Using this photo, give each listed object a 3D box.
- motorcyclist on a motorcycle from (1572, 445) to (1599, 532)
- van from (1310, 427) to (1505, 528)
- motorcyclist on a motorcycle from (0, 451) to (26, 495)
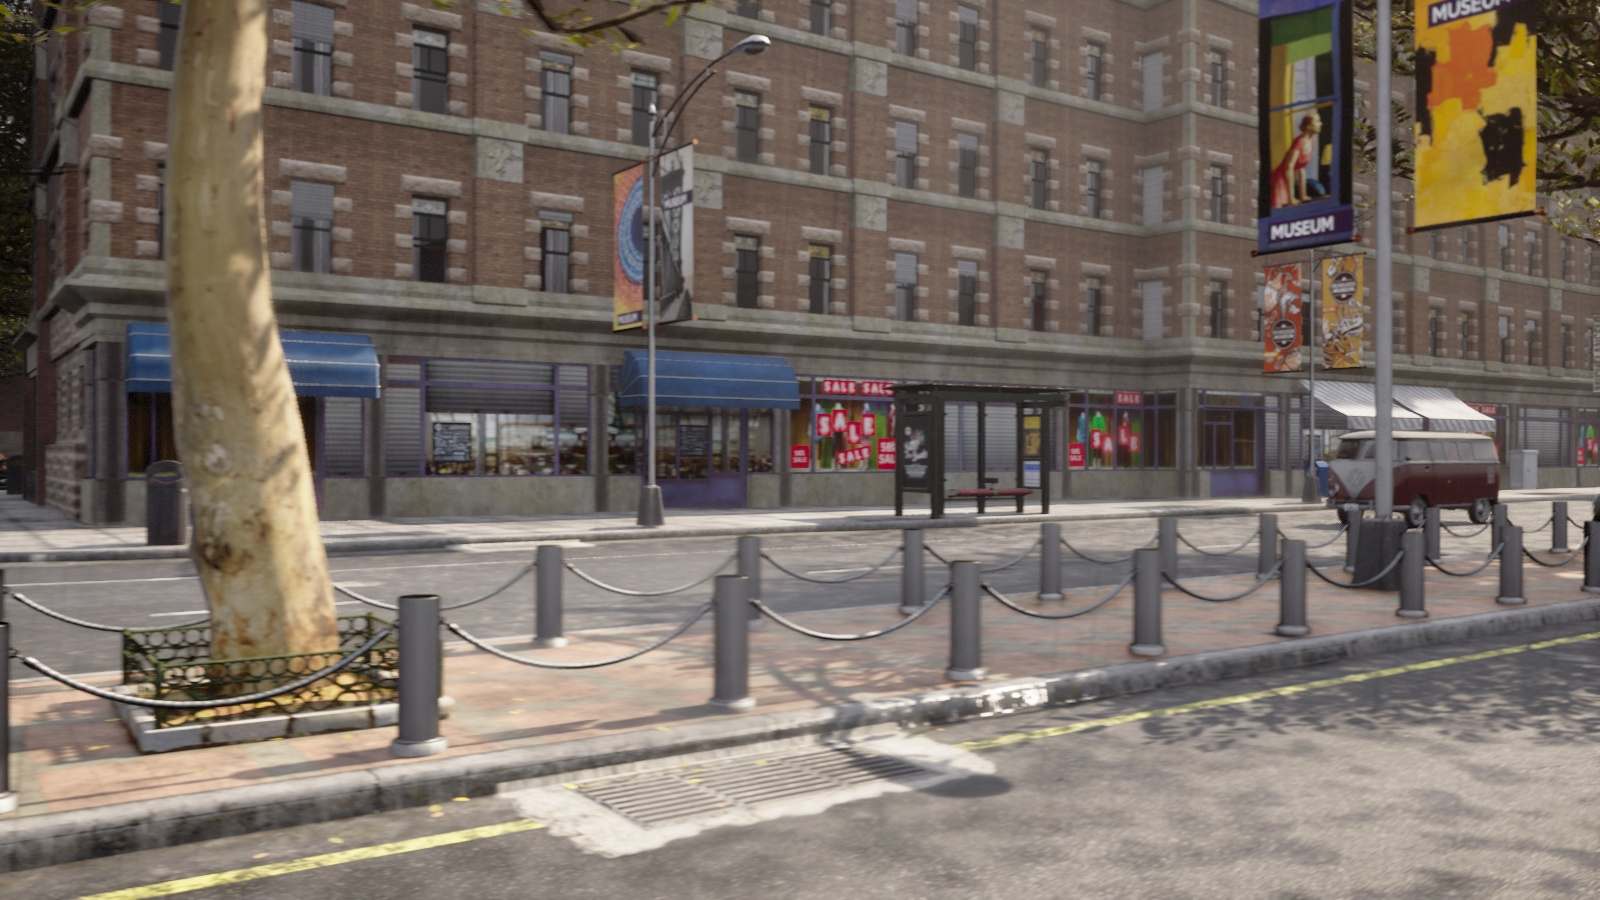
[{"bbox_3d":[16.087,0.721,24.603,2.350,1.649,0.766,0,0,-35],"label":"motorcyclist on a motorcycle"},{"bbox_3d":[12.950,0.536,26.685,4.442,1.987,1.775,0,0,-35],"label":"van"},{"bbox_3d":[-30.404,0.875,47.035,2.350,1.649,0.766,0,0,-37],"label":"motorcyclist on a motorcycle"}]
